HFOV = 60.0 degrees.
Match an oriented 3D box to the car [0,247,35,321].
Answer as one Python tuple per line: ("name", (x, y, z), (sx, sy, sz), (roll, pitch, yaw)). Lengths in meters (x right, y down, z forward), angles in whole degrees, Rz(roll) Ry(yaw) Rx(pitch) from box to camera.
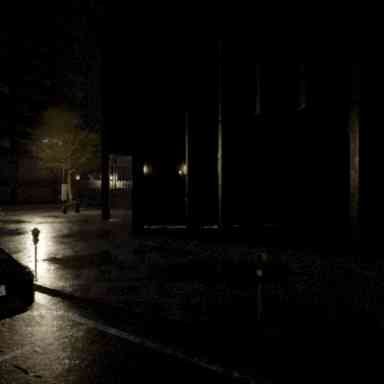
("car", (-4.714, 1.588, 6.323), (4.313, 1.339, 1.947), (0, 0, 36))

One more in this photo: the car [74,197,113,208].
("car", (-14.295, 1.592, 49.562), (2.033, 1.411, 5.357), (0, 0, 35))

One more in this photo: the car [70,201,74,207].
("car", (-16.578, 1.543, 51.946), (1.837, 1.490, 4.892), (0, 0, 36))
